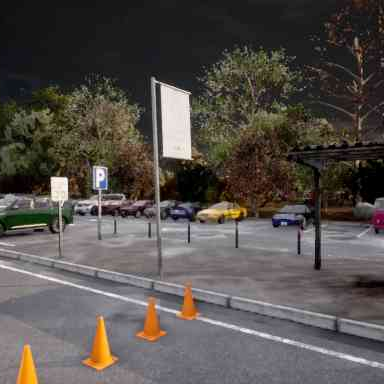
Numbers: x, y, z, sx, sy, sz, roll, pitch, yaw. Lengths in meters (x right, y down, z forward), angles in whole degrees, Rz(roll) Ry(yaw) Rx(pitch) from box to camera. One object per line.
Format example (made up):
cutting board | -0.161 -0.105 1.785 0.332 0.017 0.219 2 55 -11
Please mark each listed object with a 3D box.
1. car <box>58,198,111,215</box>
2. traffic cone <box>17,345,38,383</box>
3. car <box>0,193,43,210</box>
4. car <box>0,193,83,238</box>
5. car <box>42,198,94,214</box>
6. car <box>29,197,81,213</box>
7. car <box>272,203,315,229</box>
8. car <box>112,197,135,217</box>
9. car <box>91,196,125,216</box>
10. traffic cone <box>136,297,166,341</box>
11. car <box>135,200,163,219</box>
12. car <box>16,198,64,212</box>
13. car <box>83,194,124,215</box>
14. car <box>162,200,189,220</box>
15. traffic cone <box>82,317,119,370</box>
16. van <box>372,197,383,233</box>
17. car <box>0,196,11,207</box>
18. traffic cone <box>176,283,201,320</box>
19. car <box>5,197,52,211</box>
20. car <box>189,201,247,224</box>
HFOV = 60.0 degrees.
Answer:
car | -11.192 1.461 34.902 2.231 1.521 4.892 0 0 35
traffic cone | -1.787 1.957 3.600 0.340 0.580 0.340 0 0 35
car | -22.565 1.153 42.864 2.435 2.045 5.566 0 0 35
car | -8.927 1.221 17.299 2.435 2.045 5.566 0 0 35
car | -13.465 1.455 36.500 2.097 1.535 5.008 0 0 35
car | -15.628 1.444 38.251 1.946 1.575 5.366 0 0 35
car | 6.964 1.513 22.120 2.163 1.488 4.792 0 0 35
car | -4.372 1.469 30.125 2.097 1.535 5.008 0 0 35
car | -6.644 1.466 31.721 2.097 1.535 5.008 0 0 35
traffic cone | -0.637 1.957 5.233 0.340 0.580 0.340 0 0 35
car | -2.100 1.473 28.531 2.231 1.521 4.892 0 0 35
car | -18.019 1.469 39.670 2.163 1.488 4.792 0 0 35
car | -8.935 1.212 33.289 2.435 2.045 5.566 0 0 35
car | 0.183 1.504 26.954 2.163 1.488 4.792 0 0 35
traffic cone | -1.212 1.957 4.417 0.340 0.580 0.340 0 0 35
van | 11.589 1.264 19.048 1.878 1.987 4.442 0 0 35
car | -29.258 1.332 47.828 1.946 1.575 5.366 1 0 35
traffic cone | -0.062 1.957 6.049 0.340 0.580 0.340 0 0 36
car | -20.263 1.452 41.317 2.163 1.488 4.792 0 0 35
car | 2.331 1.475 25.183 1.946 1.575 5.366 0 0 35
